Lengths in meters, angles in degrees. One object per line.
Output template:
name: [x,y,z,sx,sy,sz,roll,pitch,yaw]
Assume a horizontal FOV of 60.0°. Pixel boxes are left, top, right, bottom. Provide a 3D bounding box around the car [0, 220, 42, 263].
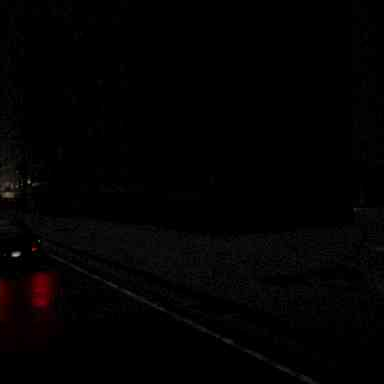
car: [-6.815,1.756,12.106,1.812,1.442,4.674,0,-1,-37]
